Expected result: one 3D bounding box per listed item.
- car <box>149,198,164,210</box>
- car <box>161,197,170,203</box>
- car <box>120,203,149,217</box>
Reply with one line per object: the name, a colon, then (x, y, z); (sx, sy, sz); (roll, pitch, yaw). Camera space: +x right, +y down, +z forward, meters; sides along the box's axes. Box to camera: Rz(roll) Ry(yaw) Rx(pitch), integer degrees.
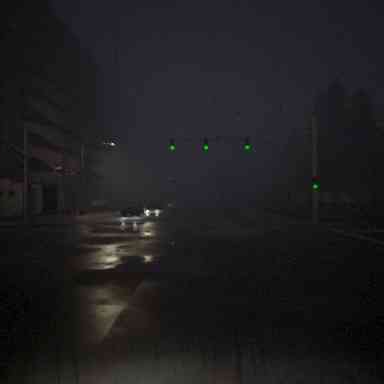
car: (-5.953, 2.048, 51.897); (1.895, 1.301, 4.718); (0, 0, 2)
car: (-5.572, 1.662, 67.315); (1.882, 1.535, 5.008); (0, 0, 1)
car: (-6.313, 1.867, 35.871); (2.033, 1.411, 5.357); (0, 0, 1)
